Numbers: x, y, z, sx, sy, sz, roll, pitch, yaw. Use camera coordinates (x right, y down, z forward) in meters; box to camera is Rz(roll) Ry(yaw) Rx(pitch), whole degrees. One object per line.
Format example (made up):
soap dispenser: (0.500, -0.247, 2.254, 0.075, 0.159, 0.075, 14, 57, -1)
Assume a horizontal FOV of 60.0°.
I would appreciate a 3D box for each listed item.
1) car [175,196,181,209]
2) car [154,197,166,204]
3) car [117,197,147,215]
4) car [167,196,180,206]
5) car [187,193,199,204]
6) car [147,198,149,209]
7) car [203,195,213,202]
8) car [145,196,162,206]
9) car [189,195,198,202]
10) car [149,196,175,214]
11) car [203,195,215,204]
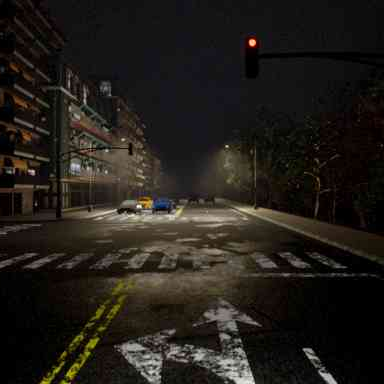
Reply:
car: (-3.099, 1.500, 45.855, 2.128, 1.511, 4.902, 0, 0, 1)
car: (-6.224, 1.620, 65.052, 1.895, 1.301, 4.718, 0, 0, 0)
car: (-6.444, 1.551, 34.935, 2.033, 1.411, 5.357, 0, 0, 0)
car: (-3.014, 1.518, 55.916, 1.837, 1.490, 4.892, 0, 0, 0)
car: (0.281, 1.242, 66.140, 2.150, 2.045, 5.566, 0, 0, 0)
car: (-6.362, 1.485, 44.588, 1.882, 1.535, 5.008, 0, 0, 1)
car: (3.576, 1.498, 76.514, 2.033, 1.411, 5.357, 0, 0, 0)
car: (-6.270, 1.504, 54.728, 2.128, 1.511, 4.902, 0, 0, 0)
car: (0.327, 1.483, 76.529, 2.128, 1.511, 4.902, 0, 0, 0)
car: (-3.186, 1.482, 36.374, 1.882, 1.535, 5.008, 0, 0, 1)
car: (3.531, 1.525, 66.094, 1.837, 1.490, 4.892, 0, 0, 0)
